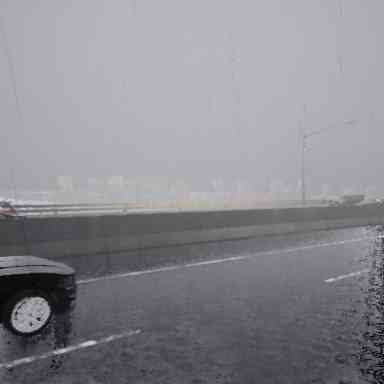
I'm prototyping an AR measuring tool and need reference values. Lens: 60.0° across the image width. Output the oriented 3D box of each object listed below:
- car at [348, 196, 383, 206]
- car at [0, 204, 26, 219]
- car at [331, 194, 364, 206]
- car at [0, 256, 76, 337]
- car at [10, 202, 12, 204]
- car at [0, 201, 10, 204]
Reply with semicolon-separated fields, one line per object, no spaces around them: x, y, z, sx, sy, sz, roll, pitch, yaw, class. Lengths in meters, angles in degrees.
21.568;1.610;40.234;4.902;1.511;2.128;0;0;-34;car
-9.712;1.487;14.251;4.902;1.511;2.128;0;0;-35;car
20.705;1.345;43.878;5.566;2.045;2.150;0;0;-34;car
-4.337;1.474;4.945;5.008;1.535;1.882;0;0;-36;car
-13.098;1.347;20.431;4.553;1.767;2.097;0;0;-35;car
-12.479;1.213;16.580;5.566;2.045;2.150;0;0;-35;car
